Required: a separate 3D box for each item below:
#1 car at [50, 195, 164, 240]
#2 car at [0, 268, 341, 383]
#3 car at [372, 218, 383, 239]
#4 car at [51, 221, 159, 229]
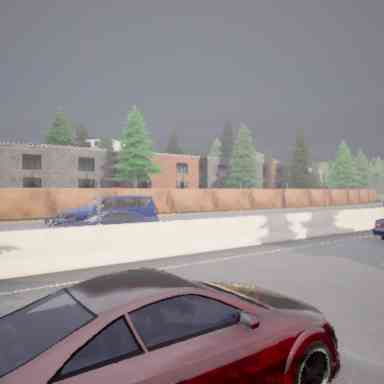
[{"bbox_3d":[-4.473,1.205,18.001,5.566,2.045,2.150,0,0,-36],"label":"car"},{"bbox_3d":[-0.310,1.560,3.526,4.181,1.385,1.994,0,0,-36],"label":"car"},{"bbox_3d":[10.533,1.505,15.562,5.357,1.411,2.033,0,0,-36],"label":"car"},{"bbox_3d":[-3.634,1.513,14.299,4.674,1.442,1.812,0,0,-36],"label":"car"}]
